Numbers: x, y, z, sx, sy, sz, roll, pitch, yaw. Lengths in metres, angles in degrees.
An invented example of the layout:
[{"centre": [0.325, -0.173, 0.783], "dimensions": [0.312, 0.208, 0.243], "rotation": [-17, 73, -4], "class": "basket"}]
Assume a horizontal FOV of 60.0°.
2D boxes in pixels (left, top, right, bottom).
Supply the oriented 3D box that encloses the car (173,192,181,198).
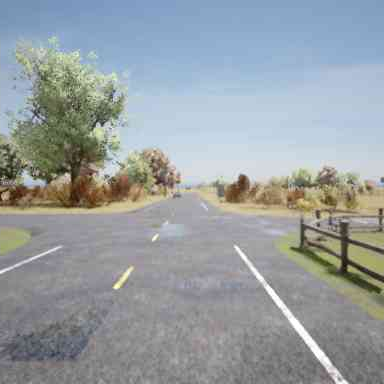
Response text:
[{"centre": [-3.521, 0.714, 78.586], "dimensions": [1.882, 1.535, 5.008], "rotation": [0, 0, 0], "class": "car"}]
